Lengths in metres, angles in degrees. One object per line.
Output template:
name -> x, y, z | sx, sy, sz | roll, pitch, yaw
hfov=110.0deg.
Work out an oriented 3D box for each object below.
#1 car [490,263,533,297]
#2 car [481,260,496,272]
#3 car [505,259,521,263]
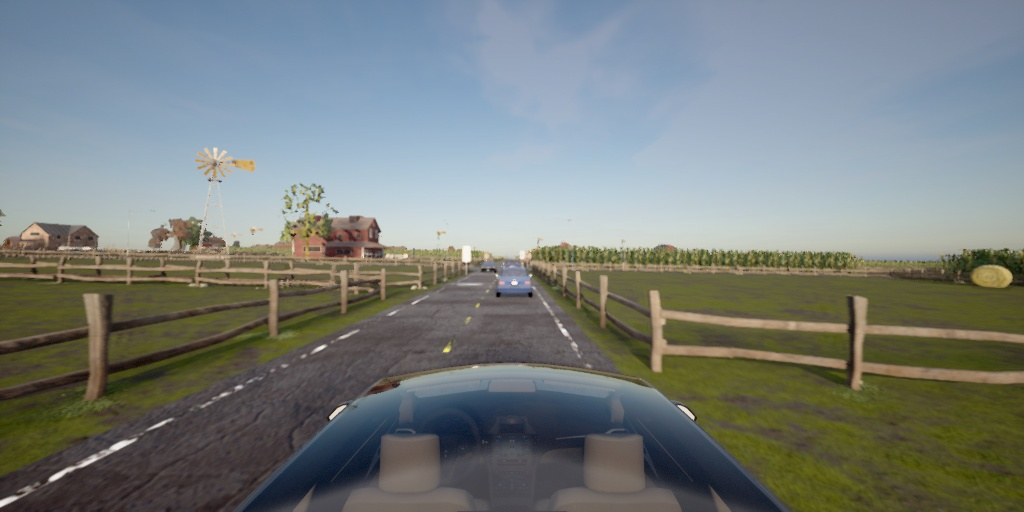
car -> 0.101, 1.272, 18.826 | 2.033, 1.411, 5.357 | 0, 0, 0
car -> -2.758, 1.245, 44.086 | 2.033, 1.411, 5.357 | 0, 0, 0
car -> 0.096, 1.057, 35.883 | 2.097, 1.767, 4.553 | 0, 0, 0
